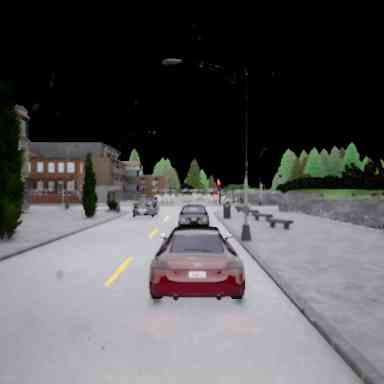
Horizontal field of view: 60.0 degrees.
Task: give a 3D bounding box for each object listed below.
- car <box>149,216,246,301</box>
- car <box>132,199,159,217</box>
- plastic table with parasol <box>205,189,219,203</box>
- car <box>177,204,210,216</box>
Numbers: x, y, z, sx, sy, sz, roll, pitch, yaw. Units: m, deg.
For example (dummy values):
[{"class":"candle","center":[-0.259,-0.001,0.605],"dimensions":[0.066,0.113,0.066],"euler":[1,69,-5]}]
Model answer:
[{"class":"car","center":[0.101,1.522,8.297],"dimensions":[1.994,1.385,4.181],"euler":[0,0,0]},{"class":"car","center":[-4.001,1.381,29.140],"dimensions":[2.128,1.511,4.902],"euler":[0,0,0]},{"class":"plastic table with parasol","center":[3.577,0.626,59.577],"dimensions":[2.482,2.480,2.482],"euler":[0,0,0]},{"class":"car","center":[0.099,1.447,19.808],"dimensions":[2.033,1.411,5.357],"euler":[0,0,0]}]
